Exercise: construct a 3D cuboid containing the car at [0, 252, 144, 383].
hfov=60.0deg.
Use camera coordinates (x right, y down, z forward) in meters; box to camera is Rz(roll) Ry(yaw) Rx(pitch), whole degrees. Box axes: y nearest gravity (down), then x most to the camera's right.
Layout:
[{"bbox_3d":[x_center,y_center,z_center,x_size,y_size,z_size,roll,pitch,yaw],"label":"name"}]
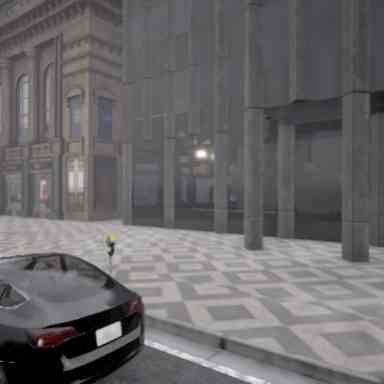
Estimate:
[{"bbox_3d":[-2.588,1.559,4.803,4.313,1.339,1.947,0,0,35],"label":"car"}]
